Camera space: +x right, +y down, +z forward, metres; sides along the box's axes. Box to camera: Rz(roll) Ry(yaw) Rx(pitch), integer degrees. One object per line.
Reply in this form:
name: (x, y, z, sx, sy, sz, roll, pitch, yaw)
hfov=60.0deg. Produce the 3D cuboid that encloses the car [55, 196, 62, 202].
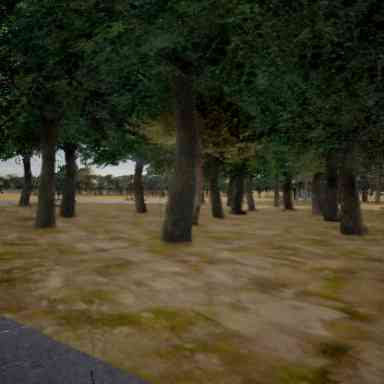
car: (-30.336, 1.583, 77.452, 1.895, 1.301, 4.718, 1, -1, 37)
